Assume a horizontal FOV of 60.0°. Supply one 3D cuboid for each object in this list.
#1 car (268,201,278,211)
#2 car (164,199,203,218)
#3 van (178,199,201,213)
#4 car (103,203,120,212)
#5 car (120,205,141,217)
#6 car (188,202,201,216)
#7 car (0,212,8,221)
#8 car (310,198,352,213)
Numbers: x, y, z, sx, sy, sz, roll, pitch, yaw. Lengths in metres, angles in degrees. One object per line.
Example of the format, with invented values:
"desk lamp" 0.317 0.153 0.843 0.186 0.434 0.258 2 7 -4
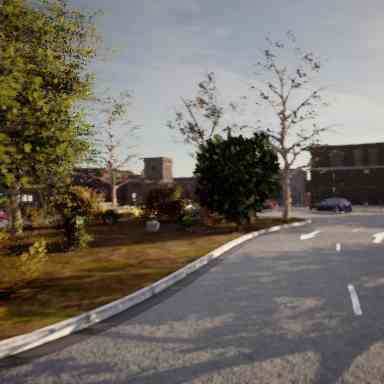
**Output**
"car" 10.891 1.769 47.496 2.185 1.767 4.553 -2 -1 23
"car" -0.907 1.869 39.244 2.435 2.045 5.566 -2 -1 23
"van" -0.308 2.135 52.184 1.878 1.987 4.442 -3 -1 23
"car" -8.672 2.480 42.351 1.946 1.575 5.366 -3 -1 23
"car" -6.230 2.358 41.300 1.946 1.575 5.366 -3 -1 23
"car" 1.661 2.018 38.127 2.231 1.521 4.892 -2 -1 23
"car" -30.217 3.879 51.852 2.002 1.452 4.674 -4 -2 23
"car" 15.995 1.509 38.652 2.097 1.767 4.553 -1 -1 -32
